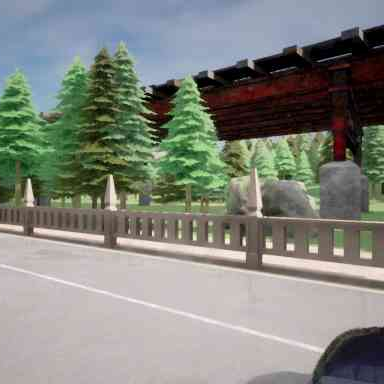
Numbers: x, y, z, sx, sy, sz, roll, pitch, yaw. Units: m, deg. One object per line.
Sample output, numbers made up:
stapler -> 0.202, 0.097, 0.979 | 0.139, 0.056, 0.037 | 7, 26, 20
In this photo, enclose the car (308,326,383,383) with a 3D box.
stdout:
car -> 2.830, 1.562, 1.967 | 4.181, 1.385, 1.994 | 0, 0, 36
